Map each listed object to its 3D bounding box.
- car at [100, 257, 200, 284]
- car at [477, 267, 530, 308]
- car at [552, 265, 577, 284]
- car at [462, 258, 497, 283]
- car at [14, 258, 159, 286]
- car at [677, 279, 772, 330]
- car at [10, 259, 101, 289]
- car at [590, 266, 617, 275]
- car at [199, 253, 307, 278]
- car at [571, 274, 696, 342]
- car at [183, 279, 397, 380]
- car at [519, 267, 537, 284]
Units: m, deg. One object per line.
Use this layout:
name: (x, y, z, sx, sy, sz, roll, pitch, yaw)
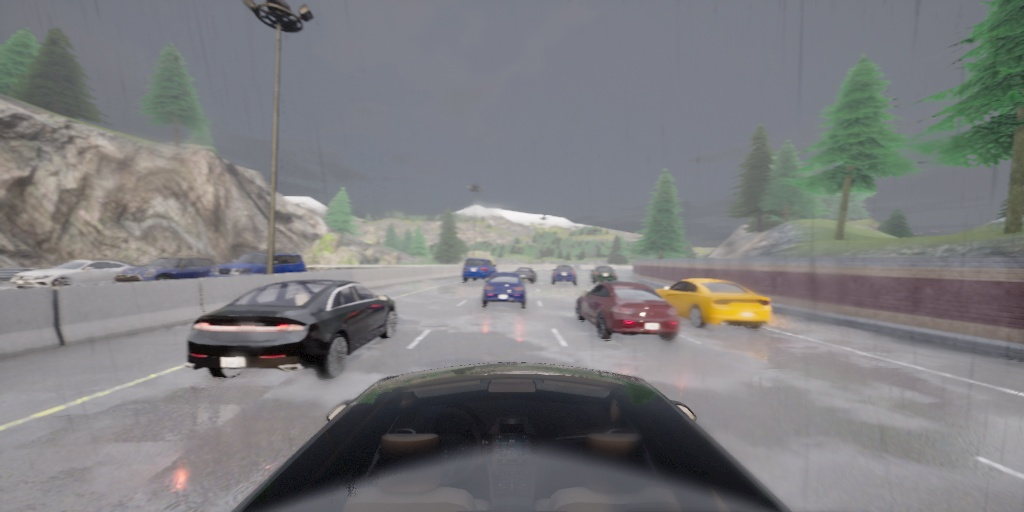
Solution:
car: (-17.838, 0.834, 18.899, 2.097, 1.767, 4.553, 2, -1, 3)
car: (-0.270, 1.437, 16.163, 1.812, 1.442, 4.674, 1, -1, 2)
car: (4.689, 1.580, 32.135, 2.097, 1.767, 4.553, 1, -1, 8)
car: (-2.646, 1.237, 30.480, 2.150, 2.045, 5.566, 1, -1, 7)
car: (-24.766, 0.877, 21.324, 2.033, 1.411, 5.357, 1, -1, 3)
car: (6.657, 1.529, 12.591, 1.882, 1.535, 5.008, 1, -1, 0)
car: (-21.392, 0.904, 17.995, 1.812, 1.442, 4.674, 1, -1, 2)
car: (8.304, 1.681, 32.713, 2.097, 1.767, 4.553, 1, -1, 8)
car: (-14.281, 0.818, 20.691, 2.150, 2.045, 5.566, 1, -1, 3)
car: (3.154, 1.460, 10.470, 1.812, 1.442, 4.674, 1, -1, -1)
car: (-3.735, 1.206, 7.122, 2.128, 1.511, 4.902, 1, -1, -2)
car: (1.216, 1.706, 32.591, 1.994, 1.385, 4.181, 1, -1, 8)
